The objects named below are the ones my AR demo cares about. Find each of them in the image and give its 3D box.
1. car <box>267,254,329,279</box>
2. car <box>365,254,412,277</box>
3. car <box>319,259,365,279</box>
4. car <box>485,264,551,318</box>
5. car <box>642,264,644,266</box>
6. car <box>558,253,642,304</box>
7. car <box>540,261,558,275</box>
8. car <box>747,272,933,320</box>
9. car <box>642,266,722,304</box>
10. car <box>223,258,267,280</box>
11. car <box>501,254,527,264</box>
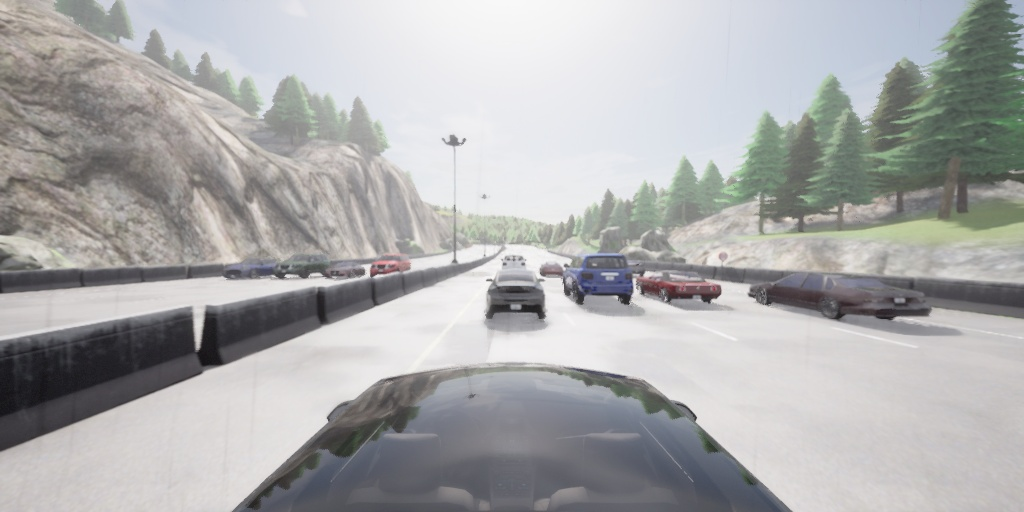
[{"bbox_3d":[-17.465,0.827,30.255,2.150,2.045,5.566,0,0,1],"label":"car"},{"bbox_3d":[-10.451,0.830,31.413,2.150,2.045,5.566,0,0,0],"label":"car"},{"bbox_3d":[-13.968,1.171,30.259,1.994,1.385,4.181,0,0,1],"label":"car"},{"bbox_3d":[0.122,1.204,12.689,1.837,1.490,4.892,0,0,0],"label":"car"},{"bbox_3d":[10.666,1.104,32.998,2.128,1.511,4.902,0,0,0],"label":"car"},{"bbox_3d":[3.629,0.908,15.976,2.150,2.045,5.566,0,0,0],"label":"car"},{"bbox_3d":[3.667,1.167,33.744,1.994,1.385,4.181,0,0,0],"label":"car"},{"bbox_3d":[10.621,1.256,12.318,2.033,1.411,5.357,0,0,0],"label":"car"},{"bbox_3d":[7.129,1.290,16.007,1.895,1.301,4.718,0,0,0],"label":"car"},{"bbox_3d":[-20.981,0.956,29.237,2.097,1.767,4.553,0,0,1],"label":"car"},{"bbox_3d":[0.165,0.827,32.659,2.150,2.045,5.566,0,0,0],"label":"car"}]
